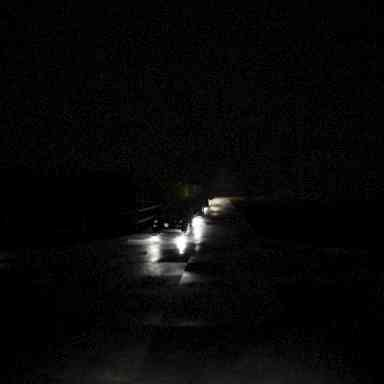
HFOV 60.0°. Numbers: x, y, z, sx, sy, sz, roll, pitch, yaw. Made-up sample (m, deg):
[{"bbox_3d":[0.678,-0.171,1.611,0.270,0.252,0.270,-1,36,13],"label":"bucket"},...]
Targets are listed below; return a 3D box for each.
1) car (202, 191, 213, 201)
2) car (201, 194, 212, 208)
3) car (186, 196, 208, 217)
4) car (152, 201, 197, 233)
[{"bbox_3d":[2.994,0.869,66.366,2.150,2.045,5.566,0,2,5],"label":"car"},{"bbox_3d":[1.312,1.404,46.016,1.994,1.385,4.181,0,1,5],"label":"car"},{"bbox_3d":[0.123,1.453,31.636,2.128,1.511,4.902,0,0,5],"label":"car"},{"bbox_3d":[-1.046,1.508,20.021,1.837,1.490,4.892,0,0,8],"label":"car"}]
